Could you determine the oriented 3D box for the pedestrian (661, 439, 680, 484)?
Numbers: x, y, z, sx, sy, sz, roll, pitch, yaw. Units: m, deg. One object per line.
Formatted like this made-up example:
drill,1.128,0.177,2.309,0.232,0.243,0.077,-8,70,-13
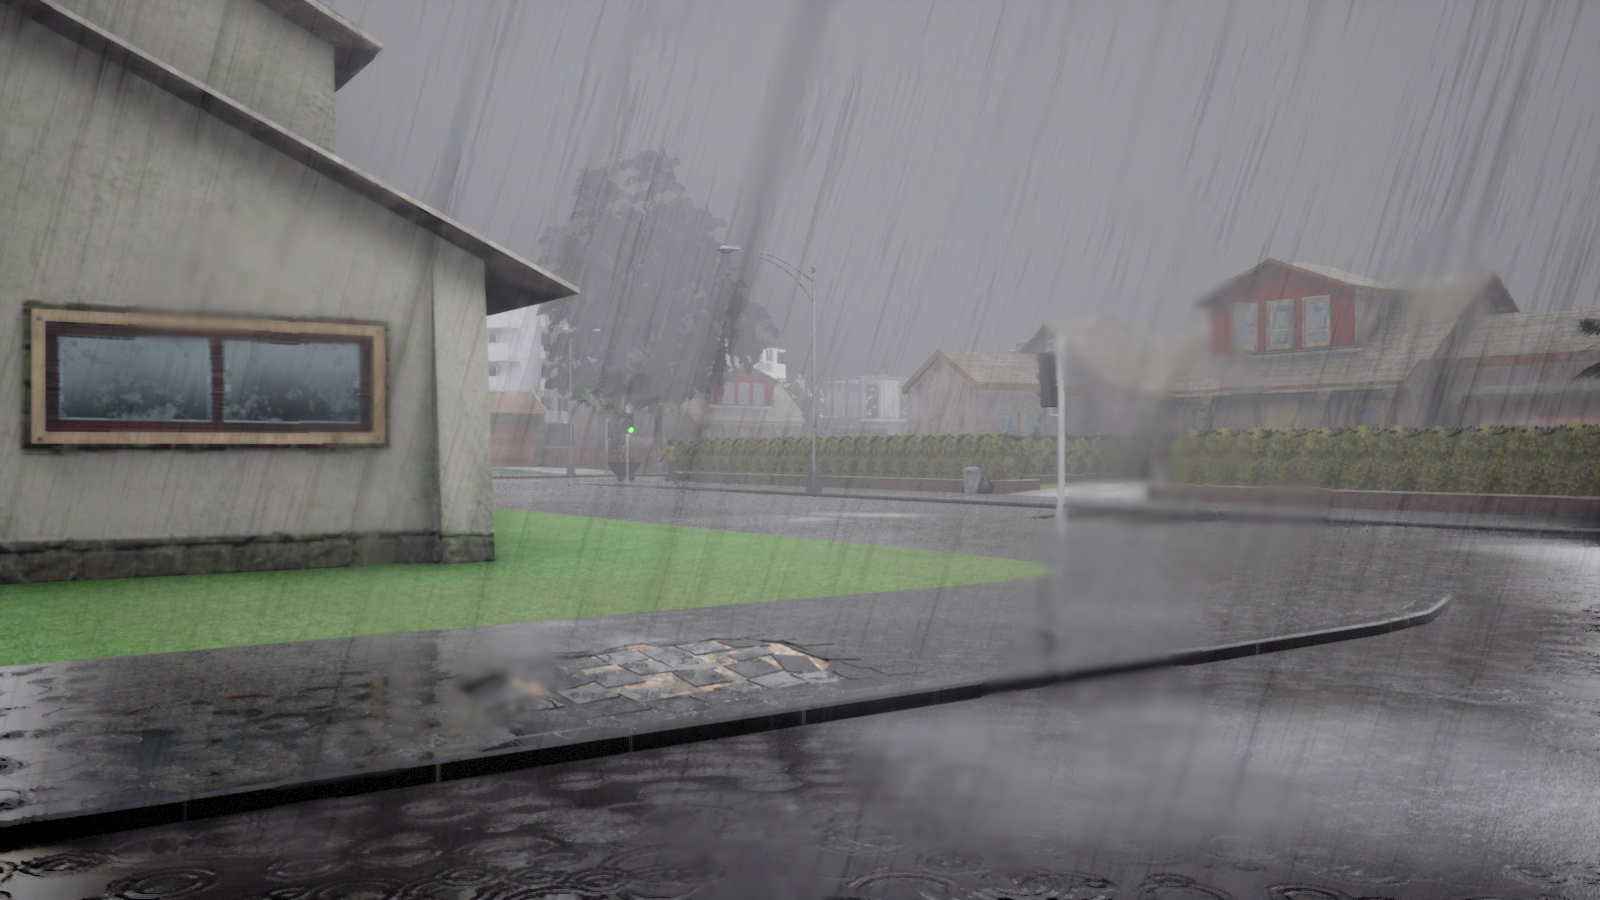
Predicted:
pedestrian,-5.271,0.470,51.049,0.431,1.840,0.709,0,0,-38
